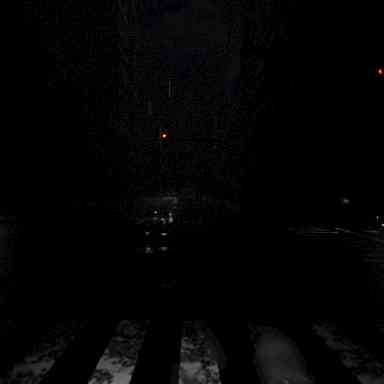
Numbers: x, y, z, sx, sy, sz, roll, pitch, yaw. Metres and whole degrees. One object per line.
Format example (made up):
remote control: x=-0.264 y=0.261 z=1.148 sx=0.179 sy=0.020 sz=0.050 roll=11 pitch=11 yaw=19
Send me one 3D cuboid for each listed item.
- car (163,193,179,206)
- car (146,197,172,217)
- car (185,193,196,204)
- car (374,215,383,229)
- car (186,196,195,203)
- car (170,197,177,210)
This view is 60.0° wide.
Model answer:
car: x=-3.286 y=1.211 z=52.200 sx=2.150 sy=2.045 sz=5.566 roll=0 pitch=0 yaw=0
car: x=-3.221 y=1.518 z=31.650 sx=1.812 sy=1.442 sz=4.674 roll=0 pitch=0 yaw=-1
car: x=-0.121 y=1.480 z=62.628 sx=2.128 sy=1.511 sz=4.902 roll=0 pitch=0 yaw=0
car: x=13.487 y=1.653 z=19.654 sx=4.718 sy=1.301 sz=1.895 roll=0 pitch=1 yaw=0
car: x=-0.242 y=1.584 z=73.075 sx=1.895 sy=1.301 sz=4.718 roll=0 pitch=0 yaw=0
car: x=-3.261 y=1.592 z=41.610 sx=1.895 sy=1.301 sz=4.718 roll=0 pitch=0 yaw=0
